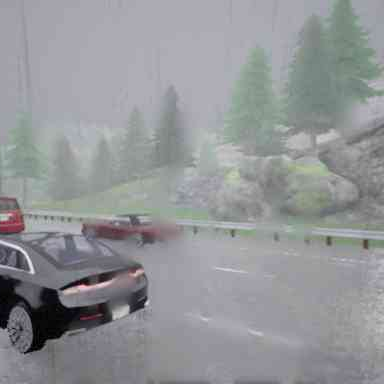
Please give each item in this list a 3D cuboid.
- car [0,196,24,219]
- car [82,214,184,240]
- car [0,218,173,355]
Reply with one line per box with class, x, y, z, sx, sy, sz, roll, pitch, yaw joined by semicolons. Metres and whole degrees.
car;-9.958;1.210;15.412;5.566;2.045;2.150;0;0;36
car;-2.743;1.593;14.549;4.718;1.301;1.895;0;0;36
car;-2.976;1.487;6.116;4.902;1.511;2.128;0;0;35
